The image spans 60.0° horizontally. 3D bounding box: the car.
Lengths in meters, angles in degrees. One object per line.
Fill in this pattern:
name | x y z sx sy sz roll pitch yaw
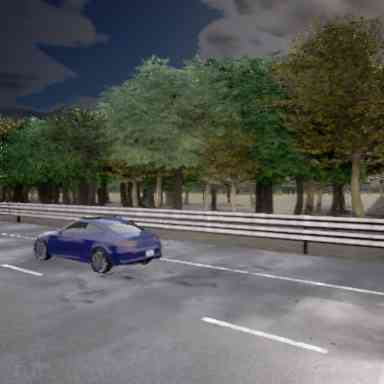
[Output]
car | -3.026 1.497 10.435 4.674 1.442 1.812 0 0 35
